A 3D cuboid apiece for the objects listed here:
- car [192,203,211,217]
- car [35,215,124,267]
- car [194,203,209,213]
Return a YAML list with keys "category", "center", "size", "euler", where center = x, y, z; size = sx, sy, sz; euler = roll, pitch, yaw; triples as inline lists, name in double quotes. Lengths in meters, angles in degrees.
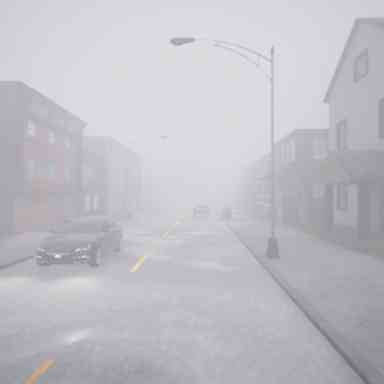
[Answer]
- category: "car"
  center: [1.061, 1.951, 36.920]
  size: [2.128, 1.511, 4.902]
  euler: [0, -1, 2]
- category: "car"
  center: [-3.797, 1.653, 12.019]
  size: [1.837, 1.490, 4.892]
  euler: [0, -1, 2]
- category: "car"
  center: [1.331, 2.186, 47.004]
  size: [1.895, 1.301, 4.718]
  euler: [0, -1, 1]
